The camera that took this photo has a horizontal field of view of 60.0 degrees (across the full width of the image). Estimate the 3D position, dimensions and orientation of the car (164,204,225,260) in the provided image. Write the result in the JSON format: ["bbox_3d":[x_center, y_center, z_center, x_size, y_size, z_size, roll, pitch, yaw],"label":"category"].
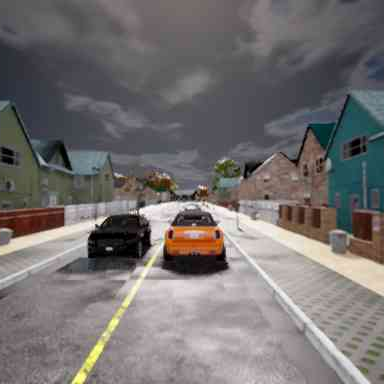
[{"bbox_3d":[0.081,1.515,13.210,2.097,1.767,4.553,0,-1,0],"label":"car"}]

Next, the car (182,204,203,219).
[{"bbox_3d":[0.067,2.006,35.446,2.033,1.411,5.357,0,-1,0],"label":"car"}]

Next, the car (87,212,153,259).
[{"bbox_3d":[-2.762,1.646,13.577,1.882,1.535,5.008,0,-1,0],"label":"car"}]
